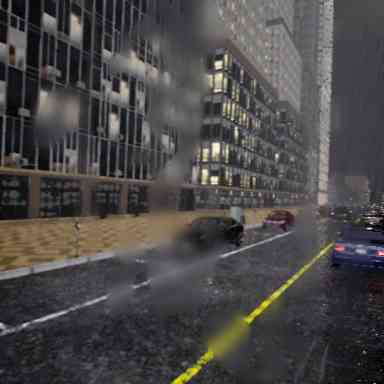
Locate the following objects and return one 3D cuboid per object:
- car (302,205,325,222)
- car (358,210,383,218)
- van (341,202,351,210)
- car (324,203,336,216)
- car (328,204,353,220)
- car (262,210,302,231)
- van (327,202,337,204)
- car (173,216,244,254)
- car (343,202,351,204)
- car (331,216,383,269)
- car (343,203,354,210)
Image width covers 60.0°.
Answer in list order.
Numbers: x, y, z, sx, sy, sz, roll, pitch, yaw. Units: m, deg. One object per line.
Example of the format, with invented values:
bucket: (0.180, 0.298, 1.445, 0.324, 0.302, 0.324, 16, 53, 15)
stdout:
car: (12.024, 2.242, 34.179, 2.008, 1.369, 4.403, 2, 0, 29)
car: (14.933, 2.232, 27.539, 2.128, 1.511, 4.902, 2, -1, 29)
van: (34.320, 3.099, 73.876, 1.690, 1.788, 3.998, 2, 0, 29)
car: (17.596, 2.505, 44.103, 1.887, 1.381, 4.507, 2, 0, 29)
car: (17.073, 2.400, 37.773, 1.837, 1.490, 4.892, 2, -1, 30)
car: (6.451, 2.003, 24.253, 1.802, 1.307, 4.206, 2, 0, 29)
van: (20.390, 2.436, 49.066, 1.690, 1.788, 3.998, 2, 0, 29)
car: (0.880, 1.715, 14.331, 1.947, 1.339, 4.313, 2, 0, 29)
car: (31.530, 3.066, 68.913, 1.967, 1.590, 4.097, 2, 0, 29)
car: (6.229, 1.864, 12.040, 2.033, 1.411, 5.357, 2, 0, 29)
car: (37.098, 3.456, 78.837, 1.947, 1.339, 4.313, 2, 0, 29)
